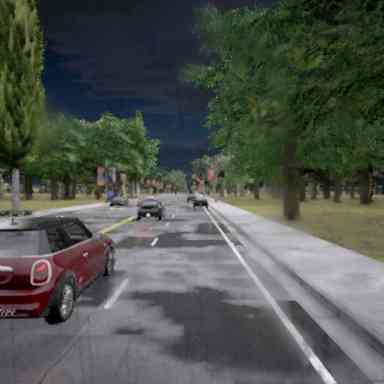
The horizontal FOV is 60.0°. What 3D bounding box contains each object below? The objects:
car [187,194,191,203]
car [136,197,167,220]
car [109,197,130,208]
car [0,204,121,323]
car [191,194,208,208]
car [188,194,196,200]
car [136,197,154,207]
[{"bbox_3d":[-0.045,1.248,62.585,1.837,1.490,4.892,0,0,0],"label":"car"},{"bbox_3d":[-3.170,1.395,26.494,1.837,1.490,4.892,0,0,0],"label":"car"},{"bbox_3d":[-9.868,1.358,45.697,2.033,1.411,5.357,0,0,0],"label":"car"},{"bbox_3d":[-3.155,1.321,7.275,2.097,1.767,4.553,0,0,0],"label":"car"},{"bbox_3d":[1.106,1.299,43.549,1.882,1.535,5.008,0,0,0],"label":"car"},{"bbox_3d":[-0.057,1.150,78.012,1.812,1.442,4.674,0,0,0],"label":"car"},{"bbox_3d":[-6.611,1.370,47.049,1.994,1.385,4.181,0,0,0],"label":"car"}]
